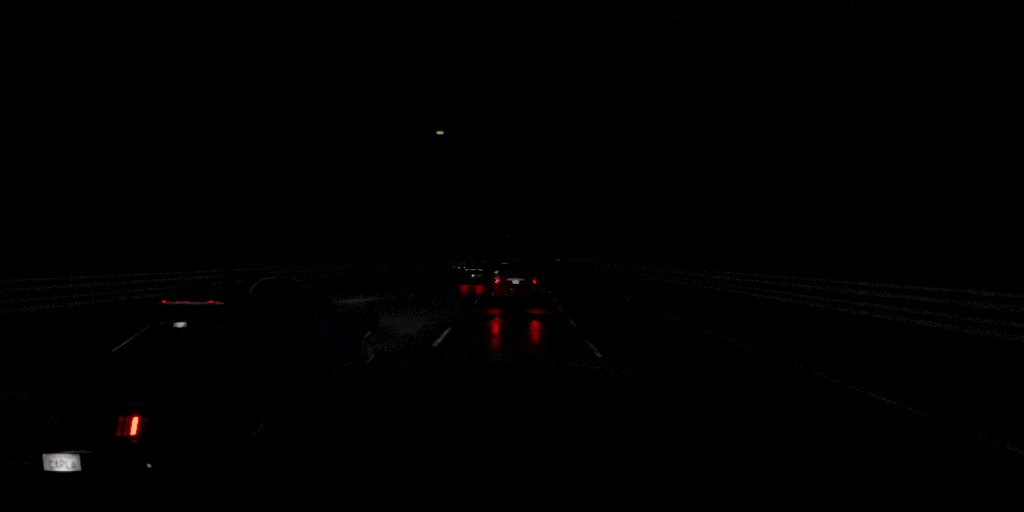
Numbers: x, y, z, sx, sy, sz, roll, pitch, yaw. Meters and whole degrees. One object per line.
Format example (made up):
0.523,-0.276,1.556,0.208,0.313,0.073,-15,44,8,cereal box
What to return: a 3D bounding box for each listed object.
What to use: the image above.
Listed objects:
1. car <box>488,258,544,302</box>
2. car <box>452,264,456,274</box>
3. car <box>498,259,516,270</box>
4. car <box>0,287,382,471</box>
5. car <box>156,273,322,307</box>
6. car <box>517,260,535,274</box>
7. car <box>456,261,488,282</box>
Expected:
0.229,1.107,17.064,2.097,1.767,4.553,0,0,2,car
-5.442,1.289,40.895,2.033,1.411,5.357,0,0,5,car
-0.687,1.259,53.928,2.128,1.511,4.902,0,0,6,car
-3.524,1.338,5.045,1.895,1.301,4.718,0,0,0,car
-6.942,1.216,9.955,2.128,1.511,4.902,0,0,1,car
1.680,1.277,42.074,1.837,1.490,4.892,0,0,5,car
-2.744,1.239,29.024,2.128,1.511,4.902,0,0,3,car
